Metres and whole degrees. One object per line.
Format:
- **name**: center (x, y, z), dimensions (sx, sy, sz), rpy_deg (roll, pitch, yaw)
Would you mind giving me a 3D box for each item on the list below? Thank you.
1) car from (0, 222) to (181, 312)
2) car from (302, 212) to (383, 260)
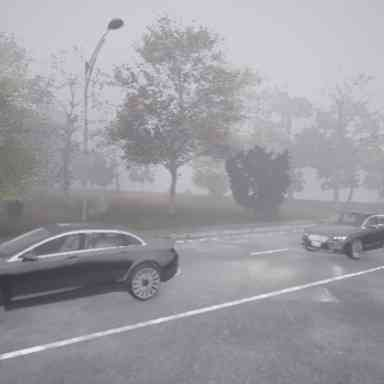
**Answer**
- **car**: center (-2.556, 1.387, 6.605), dimensions (4.902, 1.511, 2.128), rpy_deg (1, 0, -34)
- **car**: center (6.201, 1.518, 12.649), dimensions (4.902, 1.511, 2.128), rpy_deg (1, 0, -35)
